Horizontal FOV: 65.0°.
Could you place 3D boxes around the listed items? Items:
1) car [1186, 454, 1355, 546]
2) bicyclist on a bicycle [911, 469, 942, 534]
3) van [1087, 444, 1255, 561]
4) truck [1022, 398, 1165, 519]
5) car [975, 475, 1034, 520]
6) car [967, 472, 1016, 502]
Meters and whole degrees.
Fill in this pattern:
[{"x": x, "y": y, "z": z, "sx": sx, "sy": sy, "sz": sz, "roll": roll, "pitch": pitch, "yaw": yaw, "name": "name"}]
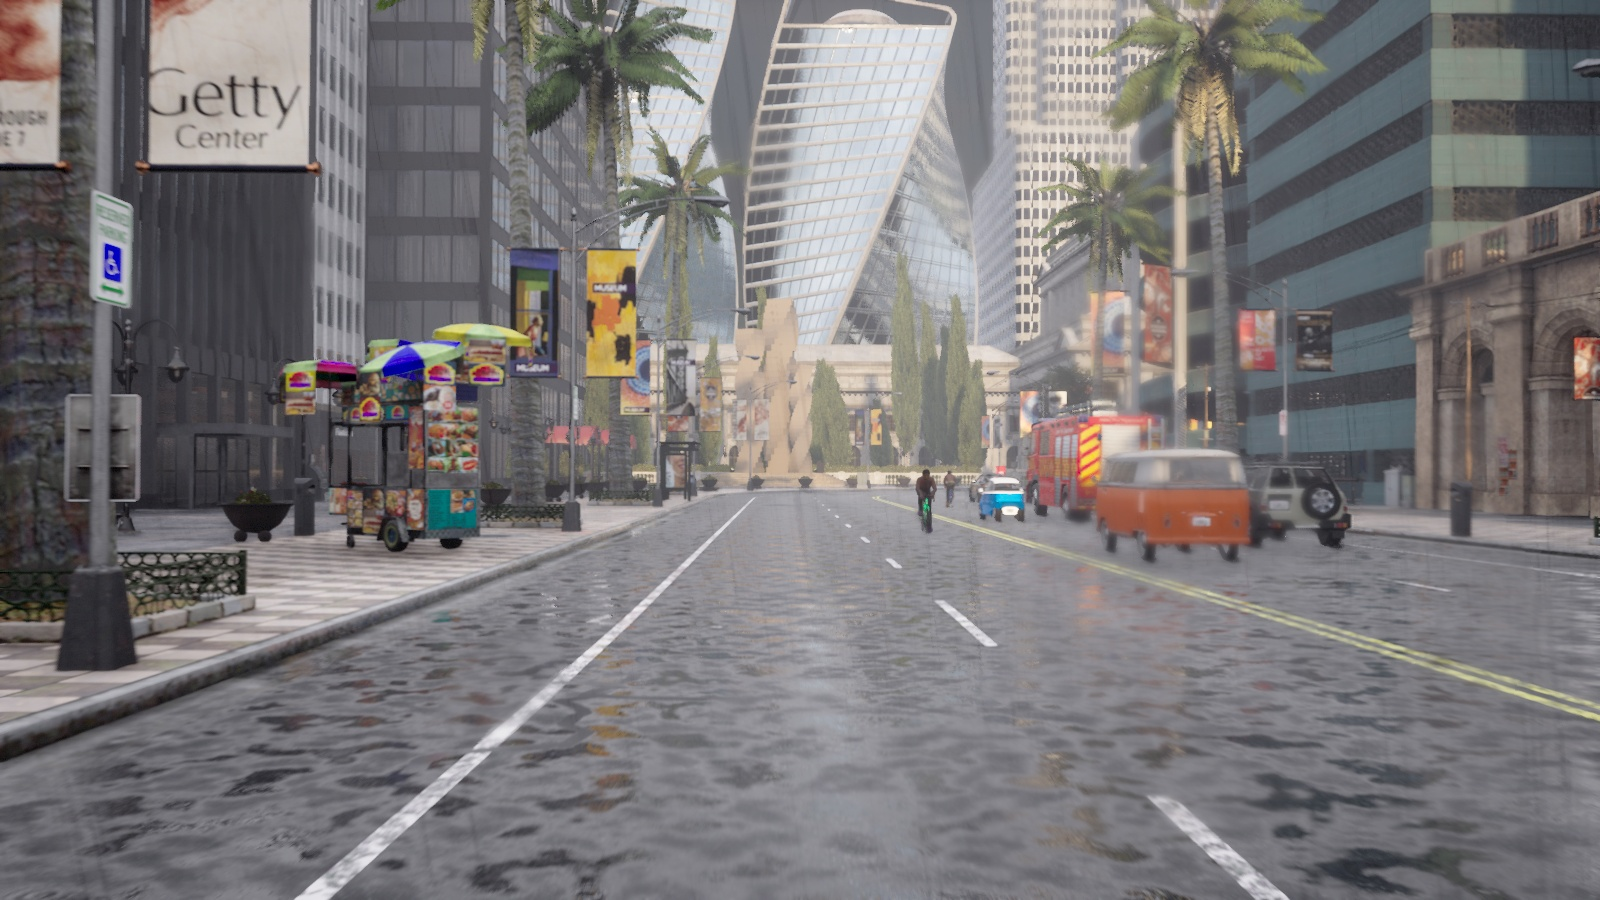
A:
[{"x": 10.265, "y": 1.056, "z": 27.820, "sx": 1.932, "sy": 1.855, "sz": 4.605, "roll": 0, "pitch": -1, "yaw": -1, "name": "car"}, {"x": 3.209, "y": 1.290, "z": 31.986, "sx": 0.582, "sy": 1.620, "sz": 1.656, "roll": 0, "pitch": -1, "yaw": -1, "name": "bicyclist on a bicycle"}, {"x": 6.824, "y": 0.935, "z": 23.605, "sx": 1.775, "sy": 1.987, "sz": 4.442, "roll": 0, "pitch": -1, "yaw": -1, "name": "van"}, {"x": 10.032, "y": 0.345, "z": 43.919, "sx": 2.891, "sy": 3.827, "sz": 8.468, "roll": 0, "pitch": -1, "yaw": -1, "name": "truck"}, {"x": 6.584, "y": 1.522, "z": 40.589, "sx": 1.481, "sy": 1.376, "sz": 2.207, "roll": 0, "pitch": -1, "yaw": -1, "name": "car"}, {"x": 9.751, "y": 1.865, "z": 64.271, "sx": 1.816, "sy": 1.474, "sz": 4.193, "roll": 0, "pitch": -1, "yaw": -1, "name": "car"}]
